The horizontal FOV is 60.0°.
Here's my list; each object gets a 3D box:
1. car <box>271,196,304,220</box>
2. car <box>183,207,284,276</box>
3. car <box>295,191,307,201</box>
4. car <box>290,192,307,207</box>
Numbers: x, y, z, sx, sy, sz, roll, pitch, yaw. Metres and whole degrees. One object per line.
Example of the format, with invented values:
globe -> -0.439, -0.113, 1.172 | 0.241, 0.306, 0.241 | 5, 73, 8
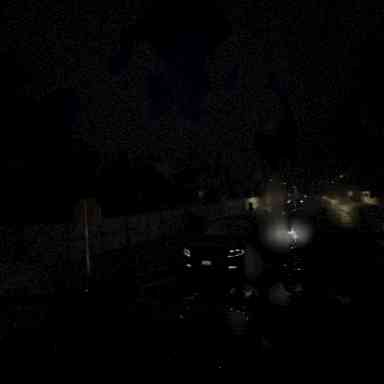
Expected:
car -> 7.422, 1.358, 26.241 | 2.128, 1.511, 4.902 | -4, -1, 20
car -> 1.429, 1.504, 10.762 | 1.882, 1.535, 5.008 | -4, -1, 26
car -> 21.743, 0.763, 66.167 | 2.097, 1.767, 4.553 | -4, -1, 20
car -> 13.302, 1.101, 42.641 | 2.097, 1.767, 4.553 | -4, -1, 20
